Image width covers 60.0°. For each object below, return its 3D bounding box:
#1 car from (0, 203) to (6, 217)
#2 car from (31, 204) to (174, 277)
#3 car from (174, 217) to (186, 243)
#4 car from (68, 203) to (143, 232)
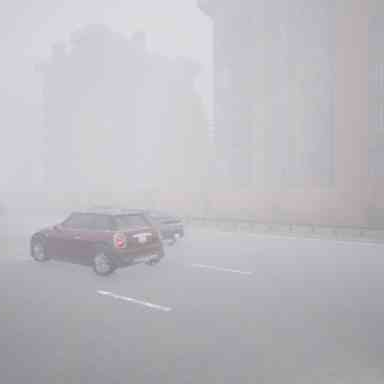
[{"bbox_3d":[-18.915,1.490,30.407,4.902,1.511,2.128,0,0,36],"label":"car"},{"bbox_3d":[-3.095,1.351,10.506,4.553,1.767,2.097,0,0,36],"label":"car"},{"bbox_3d":[-2.549,1.491,14.416,4.902,1.511,2.128,0,0,36],"label":"car"},{"bbox_3d":[-5.489,1.504,20.819,4.892,1.490,1.837,0,0,36],"label":"car"}]
